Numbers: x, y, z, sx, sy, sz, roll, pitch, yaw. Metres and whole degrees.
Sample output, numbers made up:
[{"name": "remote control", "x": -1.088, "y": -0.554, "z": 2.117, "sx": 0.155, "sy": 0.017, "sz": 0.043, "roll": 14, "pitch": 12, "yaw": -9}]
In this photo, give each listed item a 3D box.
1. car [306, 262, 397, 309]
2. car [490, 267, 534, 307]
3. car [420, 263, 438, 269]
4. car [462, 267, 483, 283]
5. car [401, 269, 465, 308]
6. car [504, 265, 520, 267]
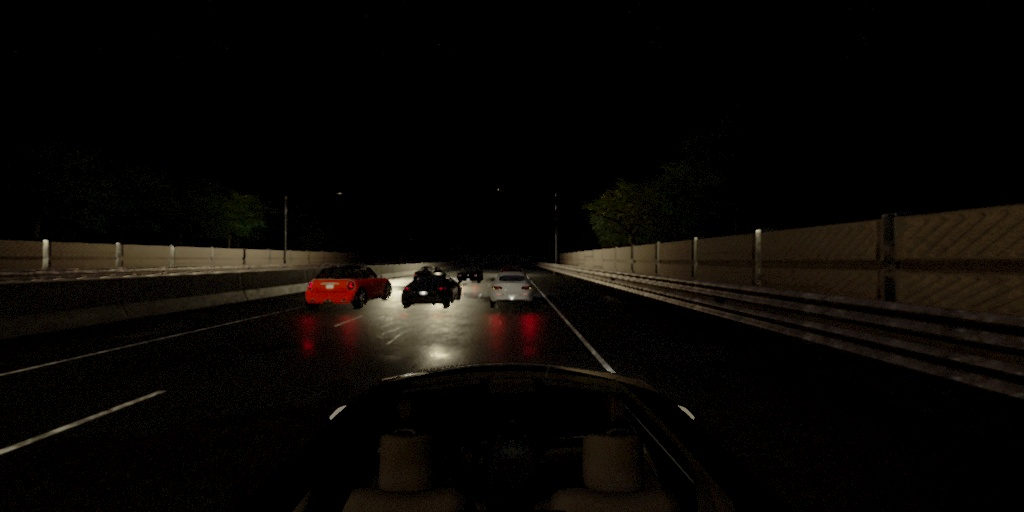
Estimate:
[{"name": "car", "x": -7.005, "y": 1.231, "z": 15.914, "sx": 2.097, "sy": 1.767, "sz": 4.553, "roll": 0, "pitch": -1, "yaw": 0}, {"name": "car", "x": -0.003, "y": 1.409, "z": 16.221, "sx": 1.812, "sy": 1.442, "sz": 4.674, "roll": 0, "pitch": 0, "yaw": 0}, {"name": "car", "x": -7.013, "y": 1.563, "z": 30.823, "sx": 2.033, "sy": 1.411, "sz": 5.357, "roll": 0, "pitch": 0, "yaw": 0}, {"name": "car", "x": -3.513, "y": 1.617, "z": 30.943, "sx": 1.895, "sy": 1.301, "sz": 4.718, "roll": 0, "pitch": 0, "yaw": 0}, {"name": "car", "x": -3.500, "y": 1.447, "z": 16.152, "sx": 1.994, "sy": 1.385, "sz": 4.181, "roll": 0, "pitch": 0, "yaw": 0}, {"name": "car", "x": -0.009, "y": 1.497, "z": 31.308, "sx": 1.882, "sy": 1.535, "sz": 5.008, "roll": 0, "pitch": 0, "yaw": 0}]
